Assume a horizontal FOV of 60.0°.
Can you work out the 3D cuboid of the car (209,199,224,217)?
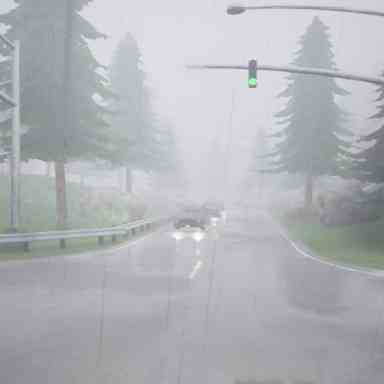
[{"bbox_3d":[1.669,1.637,31.723,1.994,1.385,4.181,0,0,9],"label":"car"}]

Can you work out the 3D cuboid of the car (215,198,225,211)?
[{"bbox_3d":[3.012,1.573,41.832,1.882,1.535,5.008,0,0,0],"label":"car"}]

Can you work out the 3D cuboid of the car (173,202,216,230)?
[{"bbox_3d":[0.162,1.599,21.916,2.033,1.411,5.357,0,0,9],"label":"car"}]
